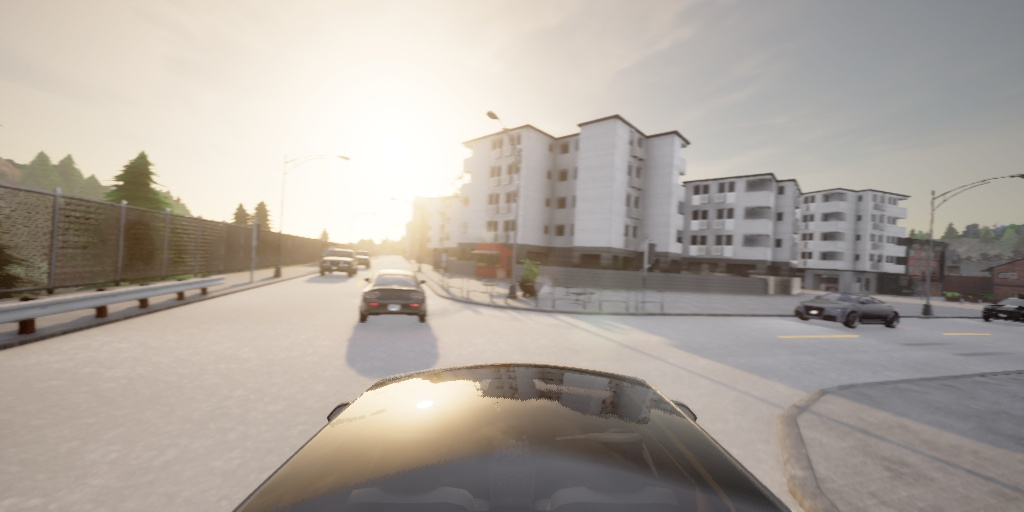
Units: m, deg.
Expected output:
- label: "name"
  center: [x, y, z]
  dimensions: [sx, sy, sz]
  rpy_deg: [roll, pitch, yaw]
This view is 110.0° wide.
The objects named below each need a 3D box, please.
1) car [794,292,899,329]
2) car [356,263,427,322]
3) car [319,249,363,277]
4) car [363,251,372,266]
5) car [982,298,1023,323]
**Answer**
- label: "car"
  center: [14.681, 2.313, 15.775]
  dimensions: [4.181, 1.385, 1.994]
  rpy_deg: [3, -1, -18]
- label: "car"
  center: [-3.767, 1.163, 11.559]
  dimensions: [1.812, 1.442, 4.674]
  rpy_deg: [4, -1, -18]
- label: "car"
  center: [-13.347, 0.482, 28.000]
  dimensions: [2.150, 2.045, 5.566]
  rpy_deg: [3, -1, -17]
- label: "car"
  center: [-17.740, 0.381, 41.982]
  dimensions: [2.150, 2.045, 5.566]
  rpy_deg: [3, -1, -17]
- label: "car"
  center: [29.313, 3.122, 20.404]
  dimensions: [5.008, 1.535, 1.882]
  rpy_deg: [3, -1, -17]
